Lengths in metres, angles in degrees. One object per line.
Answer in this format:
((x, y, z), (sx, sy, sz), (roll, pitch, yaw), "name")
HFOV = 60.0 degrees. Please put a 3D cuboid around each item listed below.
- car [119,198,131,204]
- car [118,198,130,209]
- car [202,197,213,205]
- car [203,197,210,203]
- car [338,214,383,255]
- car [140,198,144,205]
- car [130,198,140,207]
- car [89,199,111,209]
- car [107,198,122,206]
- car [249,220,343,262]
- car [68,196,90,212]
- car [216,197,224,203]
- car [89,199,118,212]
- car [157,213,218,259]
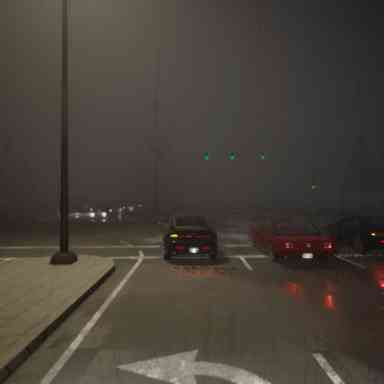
((-14.975, 1.995, 74.673), (1.812, 1.442, 4.674), (0, 0, 0), "car")
((-11.564, 1.843, 52.755), (1.837, 1.490, 4.892), (0, 0, 0), "car")
((3.512, 1.946, 73.149), (1.882, 1.535, 5.008), (0, 0, 0), "car")
((3.767, 2.084, 87.516), (1.812, 1.442, 4.674), (0, 0, 2), "car")
((7.099, 1.613, 13.642), (1.812, 1.442, 4.674), (0, 0, 0), "car")
((-11.489, 2.010, 71.580), (1.994, 1.385, 4.181), (0, 0, 0), "car")
((-11.493, 1.996, 61.729), (1.895, 1.301, 4.718), (0, 0, 0), "car")
((-15.042, 1.897, 54.522), (2.033, 1.411, 5.357), (0, 0, 1), "car")
((-14.993, 1.976, 64.468), (1.994, 1.385, 4.181), (0, 0, 0), "car")
((3.473, 1.681, 12.431), (1.895, 1.301, 4.718), (0, 0, -2), "car")
((-15.085, 1.505, 44.275), (2.150, 2.045, 5.566), (0, 0, 0), "car")
((7.260, 2.110, 87.204), (1.994, 1.385, 4.181), (0, 0, 2), "car")
((-11.589, 1.881, 43.744), (1.895, 1.301, 4.718), (0, 0, 0), "car")
((-0.247, 1.591, 12.997), (1.837, 1.490, 4.892), (1, 0, -7), "car")
